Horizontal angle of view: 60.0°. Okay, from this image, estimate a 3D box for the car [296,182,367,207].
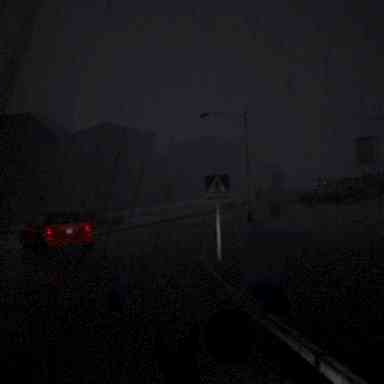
[{"bbox_3d":[11.702,0.370,28.307,4.892,1.521,2.231,-4,2,20],"label":"car"}]

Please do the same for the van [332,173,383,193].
[{"bbox_3d":[17.626,-0.574,35.256,4.442,1.987,1.878,-4,2,20],"label":"van"}]

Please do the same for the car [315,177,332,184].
[{"bbox_3d":[21.245,-1.333,52.662,2.150,2.045,5.566,-4,2,40],"label":"car"}]

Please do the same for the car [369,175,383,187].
[{"bbox_3d":[29.187,-1.757,49.304,4.892,1.521,2.231,-4,2,20],"label":"car"}]

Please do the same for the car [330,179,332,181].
[{"bbox_3d":[22.116,-1.020,48.451,1.812,1.442,4.674,-4,1,40],"label":"car"}]

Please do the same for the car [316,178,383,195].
[{"bbox_3d":[15.418,-0.094,33.028,5.366,1.575,1.946,-4,2,20],"label":"car"}]

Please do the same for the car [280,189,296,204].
[{"bbox_3d":[10.707,0.368,34.676,1.812,1.442,4.674,-5,2,39],"label":"car"}]

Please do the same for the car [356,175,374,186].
[{"bbox_3d":[30.650,-2.063,58.860,1.812,1.442,4.674,-4,2,40],"label":"car"}]

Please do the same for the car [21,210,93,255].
[{"bbox_3d":[-6.287,1.713,15.198,2.097,1.767,4.553,-1,-2,-38],"label":"car"}]

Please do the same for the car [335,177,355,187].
[{"bbox_3d":[27.939,-1.874,60.677,2.128,1.511,4.902,-4,2,40],"label":"car"}]

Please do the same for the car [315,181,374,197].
[{"bbox_3d":[13.654,0.172,30.632,4.674,1.452,2.002,-4,2,20],"label":"car"}]
